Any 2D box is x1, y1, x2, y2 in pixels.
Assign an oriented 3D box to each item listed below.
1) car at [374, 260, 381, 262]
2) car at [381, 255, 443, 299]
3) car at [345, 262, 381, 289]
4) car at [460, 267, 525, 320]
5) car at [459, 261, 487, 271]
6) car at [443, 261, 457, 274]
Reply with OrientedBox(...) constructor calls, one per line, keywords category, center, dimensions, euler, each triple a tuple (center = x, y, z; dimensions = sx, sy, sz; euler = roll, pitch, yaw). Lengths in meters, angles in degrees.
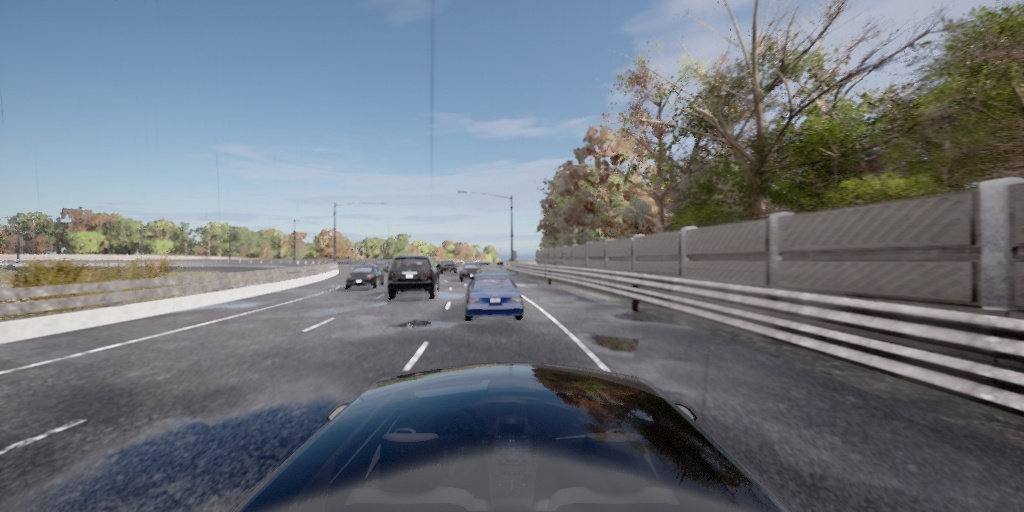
OrientedBox(category="car", center=(-16.365, 1.289, 44.480), dimensions=(2.128, 1.511, 4.902), euler=(0, 0, -23))
OrientedBox(category="car", center=(-4.933, 0.985, 18.498), dimensions=(2.150, 2.045, 5.566), euler=(0, 0, -9))
OrientedBox(category="car", center=(-9.392, 1.305, 23.136), dimensions=(1.812, 1.442, 4.674), euler=(0, 0, -12))
OrientedBox(category="car", center=(-0.723, 1.297, 12.617), dimensions=(2.033, 1.411, 5.357), euler=(0, 0, -6))
OrientedBox(category="car", center=(-3.370, 1.281, 29.536), dimensions=(1.812, 1.442, 4.674), euler=(0, 0, -9))
OrientedBox(category="car", center=(-7.764, 1.273, 41.983), dimensions=(1.837, 1.490, 4.892), euler=(0, 0, -21))
